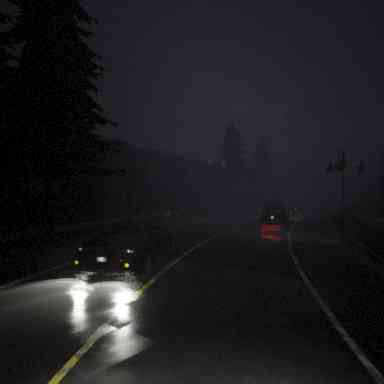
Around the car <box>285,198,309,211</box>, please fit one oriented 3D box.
[{"bbox_3d":[13.329,1.666,41.485,1.895,1.301,4.718,0,0,27],"label":"car"}]

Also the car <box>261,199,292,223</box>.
[{"bbox_3d":[6.520,1.536,25.931,1.837,1.490,4.892,0,0,19],"label":"car"}]

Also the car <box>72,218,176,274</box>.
[{"bbox_3d":[-1.911,1.551,10.535,1.994,1.385,4.181,0,0,13],"label":"car"}]
